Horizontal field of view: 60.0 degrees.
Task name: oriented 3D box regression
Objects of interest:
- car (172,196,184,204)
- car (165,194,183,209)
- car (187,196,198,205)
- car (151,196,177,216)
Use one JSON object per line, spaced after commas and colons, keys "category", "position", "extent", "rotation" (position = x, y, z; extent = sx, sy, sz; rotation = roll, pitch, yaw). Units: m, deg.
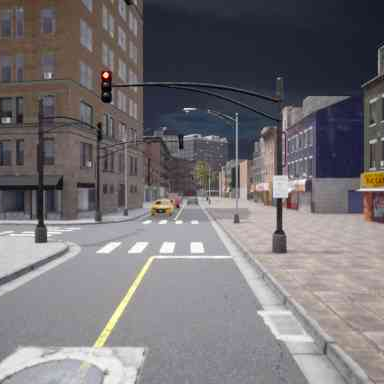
{"category": "car", "position": [-2.743, 1.513, 65.782], "extent": [2.128, 1.511, 4.902], "rotation": [0, 0, 0]}
{"category": "car", "position": [-2.836, 1.232, 46.588], "extent": [2.150, 2.045, 5.566], "rotation": [0, 0, 0]}
{"category": "car", "position": [0.119, 1.507, 59.117], "extent": [2.128, 1.511, 4.902], "rotation": [0, 0, 0]}
{"category": "car", "position": [-2.835, 1.481, 32.741], "extent": [1.882, 1.535, 5.008], "rotation": [0, 0, 0]}
